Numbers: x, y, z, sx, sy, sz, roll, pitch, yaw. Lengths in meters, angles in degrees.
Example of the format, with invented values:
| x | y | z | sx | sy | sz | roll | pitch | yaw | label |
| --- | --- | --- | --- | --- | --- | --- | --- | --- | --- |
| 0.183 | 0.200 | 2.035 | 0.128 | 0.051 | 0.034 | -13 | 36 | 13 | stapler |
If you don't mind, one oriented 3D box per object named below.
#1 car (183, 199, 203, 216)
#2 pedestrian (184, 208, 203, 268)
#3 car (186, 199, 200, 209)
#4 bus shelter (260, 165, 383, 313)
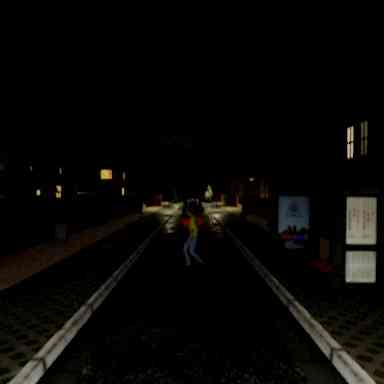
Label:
| x | y | z | sx | sy | sz | roll | pitch | yaw | label |
| --- | --- | --- | --- | --- | --- | --- | --- | --- | --- |
| 0.113 | 1.583 | 32.103 | 1.895 | 1.301 | 4.718 | 0 | 0 | 0 | car |
| 0.045 | 1.283 | 9.888 | 0.375 | 1.860 | 0.375 | -1 | 1 | 0 | pedestrian |
| 0.123 | 1.591 | 45.250 | 1.895 | 1.301 | 4.718 | 0 | 0 | 0 | car |
| 3.028 | 0.866 | 8.120 | 1.920 | 2.740 | 3.880 | 1 | 1 | 0 | bus shelter |
